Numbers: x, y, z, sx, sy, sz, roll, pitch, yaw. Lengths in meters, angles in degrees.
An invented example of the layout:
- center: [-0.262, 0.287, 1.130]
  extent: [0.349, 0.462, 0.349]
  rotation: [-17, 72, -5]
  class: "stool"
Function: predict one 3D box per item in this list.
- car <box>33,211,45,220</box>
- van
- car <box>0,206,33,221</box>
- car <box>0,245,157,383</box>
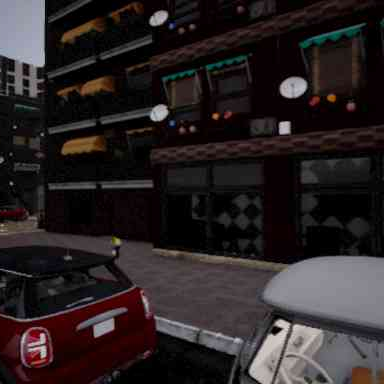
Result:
- center: [-15.060, 2.257, 36.579]
  extent: [1.752, 1.417, 4.829]
  rotation: [-2, -2, 35]
  class: "car"
- center: [2.004, 1.333, 1.442]
  extent: [3.998, 1.788, 1.690]
  rotation: [-1, 0, 36]
  class: "van"
- center: [-18.122, 2.071, 32.191]
  extent: [1.967, 1.590, 4.097]
  rotation: [-2, -2, 35]
  class: "car"
- center: [-2.513, 1.483, 4.665]
  extent: [4.097, 1.590, 1.967]
  rotation: [-1, 0, 36]
  class: "car"
